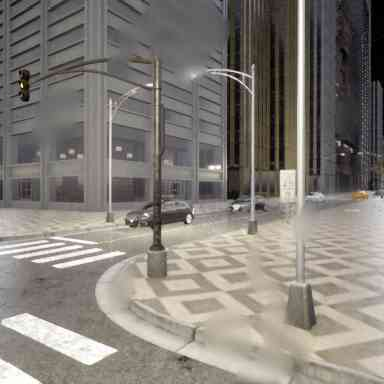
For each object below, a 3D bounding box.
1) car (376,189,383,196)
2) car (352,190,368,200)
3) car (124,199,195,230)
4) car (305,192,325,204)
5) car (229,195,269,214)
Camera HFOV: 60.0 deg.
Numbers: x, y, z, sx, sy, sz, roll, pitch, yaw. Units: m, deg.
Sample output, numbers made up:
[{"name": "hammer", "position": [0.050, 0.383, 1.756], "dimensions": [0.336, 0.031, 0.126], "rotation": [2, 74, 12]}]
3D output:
[{"name": "car", "position": [45.254, 0.083, 79.631], "dimensions": [2.128, 1.511, 4.902], "rotation": [0, 1, 35]}, {"name": "car", "position": [27.861, 0.468, 55.074], "dimensions": [1.882, 1.535, 5.008], "rotation": [0, 1, 36]}, {"name": "car", "position": [-1.716, 1.220, 19.116], "dimensions": [1.837, 1.490, 4.892], "rotation": [0, 1, 35]}, {"name": "car", "position": [16.368, 0.737, 44.349], "dimensions": [1.812, 1.442, 4.674], "rotation": [0, 1, 36]}, {"name": "car", "position": [4.927, 1.016, 28.426], "dimensions": [2.128, 1.511, 4.902], "rotation": [0, 1, 36]}]
